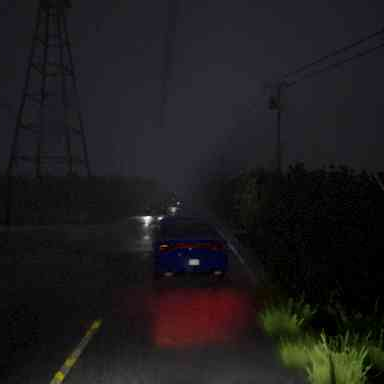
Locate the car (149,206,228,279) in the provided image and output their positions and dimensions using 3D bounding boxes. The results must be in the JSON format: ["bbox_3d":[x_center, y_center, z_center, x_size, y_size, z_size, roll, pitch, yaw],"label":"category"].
[{"bbox_3d":[-0.260,1.435,10.093,1.882,1.535,5.008,0,1,-7],"label":"car"}]

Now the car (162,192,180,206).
[{"bbox_3d":[-3.278,1.055,47.103,2.150,2.045,5.566,0,0,1],"label":"car"}]

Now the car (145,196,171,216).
[{"bbox_3d":[-3.294,1.413,31.671,1.812,1.442,4.674,0,0,0],"label":"car"}]
